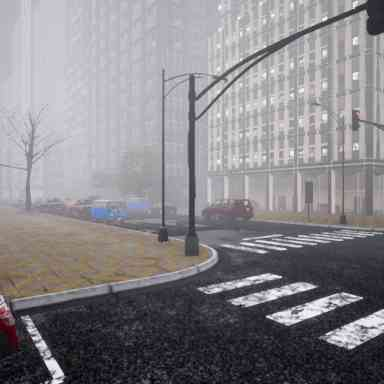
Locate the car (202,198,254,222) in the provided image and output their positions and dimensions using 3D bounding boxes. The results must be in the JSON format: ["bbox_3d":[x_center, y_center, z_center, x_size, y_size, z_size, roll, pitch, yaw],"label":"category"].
[{"bbox_3d":[2.900,1.454,27.602,2.192,1.841,5.009,0,0,-36],"label":"car"}]

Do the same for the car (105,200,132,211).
[{"bbox_3d":[-10.037,1.847,45.154,1.947,1.339,4.313,0,0,-36],"label":"car"}]

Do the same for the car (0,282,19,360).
[{"bbox_3d":[-4.240,1.440,3.532,4.097,1.590,1.967,0,0,-36],"label":"car"}]

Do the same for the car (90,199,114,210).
[{"bbox_3d":[-13.519,1.844,49.878,1.752,1.417,4.829,0,0,-36],"label":"car"}]

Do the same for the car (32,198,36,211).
[{"bbox_3d":[-20.168,1.745,44.773,1.967,1.590,4.097,0,0,-36],"label":"car"}]

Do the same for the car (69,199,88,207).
[{"bbox_3d":[-20.179,1.940,58.913,2.008,1.369,4.403,0,0,-36],"label":"car"}]

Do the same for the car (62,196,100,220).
[{"bbox_3d":[-10.027,1.510,31.014,2.192,1.841,5.009,0,0,-36],"label":"car"}]

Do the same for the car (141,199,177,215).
[{"bbox_3d":[-3.276,1.758,35.981,2.008,1.369,4.403,0,0,-36],"label":"car"}]

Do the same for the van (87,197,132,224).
[{"bbox_3d":[-6.646,1.499,26.428,1.690,1.788,3.998,0,0,-36],"label":"van"}]

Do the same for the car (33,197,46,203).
[{"bbox_3d":[-39.084,2.063,85.088,1.882,1.535,5.008,0,0,-36],"label":"car"}]

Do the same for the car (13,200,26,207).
[{"bbox_3d":[-30.309,1.994,58.532,1.802,1.307,4.206,0,0,-36],"label":"car"}]

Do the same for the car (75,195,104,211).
[{"bbox_3d":[-14.473,1.524,46.717,2.150,2.045,5.566,0,0,-36],"label":"car"}]

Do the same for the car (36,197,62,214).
[{"bbox_3d":[-16.788,1.584,40.187,2.192,1.841,5.009,0,0,-36],"label":"car"}]

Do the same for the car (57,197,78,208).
[{"bbox_3d":[-20.780,1.721,55.202,2.097,1.767,4.553,0,0,-36],"label":"car"}]

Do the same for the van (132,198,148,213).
[{"bbox_3d":[-6.658,1.586,40.568,1.690,1.788,3.998,0,0,-36],"label":"van"}]

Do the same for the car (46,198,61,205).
[{"bbox_3d":[-30.322,2.061,72.673,1.947,1.339,4.313,0,0,-36],"label":"car"}]
